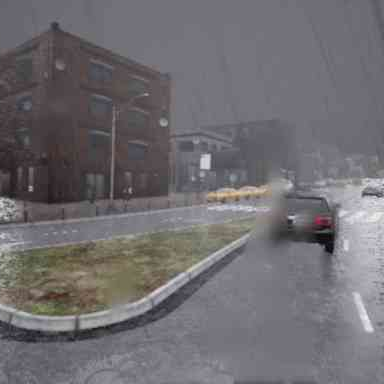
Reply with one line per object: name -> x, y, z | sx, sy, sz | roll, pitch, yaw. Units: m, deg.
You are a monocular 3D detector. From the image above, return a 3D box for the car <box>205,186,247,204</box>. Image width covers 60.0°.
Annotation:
car -> 3.357, 0.283, 34.605 | 1.946, 1.575, 5.366 | 1, 3, 35

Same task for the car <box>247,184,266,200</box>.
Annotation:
car -> 6.502, 0.041, 39.139 | 1.946, 1.575, 5.366 | 1, 3, 35

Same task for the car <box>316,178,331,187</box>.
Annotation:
car -> 25.508, -1.407, 66.648 | 2.231, 1.521, 4.892 | 1, 3, 35

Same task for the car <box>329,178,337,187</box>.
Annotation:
car -> 28.623, -1.897, 71.149 | 2.435, 2.045, 5.566 | 1, 3, 35

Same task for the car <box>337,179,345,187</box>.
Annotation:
car -> 33.929, -2.055, 78.937 | 2.231, 1.521, 4.892 | 1, 3, 35

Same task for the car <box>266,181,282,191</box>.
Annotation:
car -> 9.639, -0.199, 43.680 | 1.946, 1.575, 5.366 | 1, 3, 35

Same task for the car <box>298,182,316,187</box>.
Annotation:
car -> 19.209, -0.897, 57.538 | 2.163, 1.488, 4.792 | 1, 3, 35

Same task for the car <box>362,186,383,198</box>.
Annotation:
car -> 22.667, -0.086, 41.772 | 1.994, 1.385, 4.181 | 1, 3, 35

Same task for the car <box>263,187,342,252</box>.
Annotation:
car -> 4.676, 1.015, 13.429 | 2.150, 2.045, 5.566 | 1, 2, 25

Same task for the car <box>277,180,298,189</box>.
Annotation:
car -> 12.938, -0.698, 48.442 | 2.435, 2.045, 5.566 | 1, 3, 35

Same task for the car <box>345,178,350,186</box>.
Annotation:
car -> 37.878, -2.356, 84.553 | 1.946, 1.575, 5.366 | 1, 3, 35
